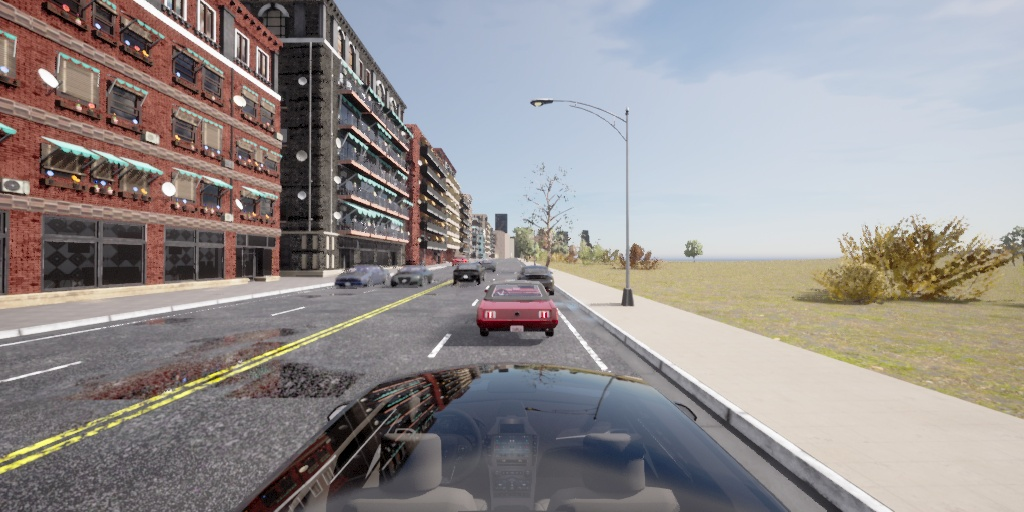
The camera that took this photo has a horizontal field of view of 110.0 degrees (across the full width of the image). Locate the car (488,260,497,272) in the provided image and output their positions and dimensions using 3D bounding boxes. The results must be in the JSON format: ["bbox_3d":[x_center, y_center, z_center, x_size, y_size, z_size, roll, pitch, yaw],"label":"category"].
[{"bbox_3d":[-2.991,1.238,45.166,2.128,1.511,4.902,0,0,1],"label":"car"}]

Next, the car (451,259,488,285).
[{"bbox_3d":[-3.059,1.228,26.232,1.882,1.535,5.008,0,0,0],"label":"car"}]

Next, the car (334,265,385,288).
[{"bbox_3d":[-9.767,1.298,23.969,2.033,1.411,5.357,0,0,0],"label":"car"}]

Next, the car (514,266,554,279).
[{"bbox_3d":[1.203,1.256,19.490,1.837,1.490,4.892,0,0,0],"label":"car"}]

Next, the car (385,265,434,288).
[{"bbox_3d":[-6.518,1.314,23.730,1.994,1.385,4.181,0,0,0],"label":"car"}]

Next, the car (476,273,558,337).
[{"bbox_3d":[0.131,1.351,10.290,1.895,1.301,4.718,0,0,0],"label":"car"}]
